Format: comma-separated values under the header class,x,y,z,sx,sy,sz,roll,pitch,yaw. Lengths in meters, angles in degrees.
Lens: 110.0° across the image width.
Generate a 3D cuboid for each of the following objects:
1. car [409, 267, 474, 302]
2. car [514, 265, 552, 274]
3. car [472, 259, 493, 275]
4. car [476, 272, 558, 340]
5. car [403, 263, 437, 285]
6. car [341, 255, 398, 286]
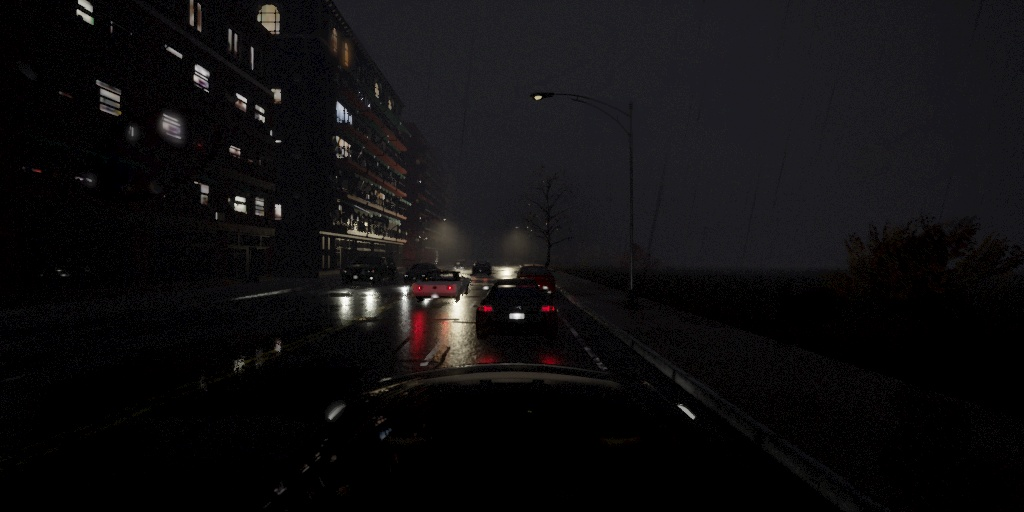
class,x,y,z,sx,sy,sz,roll,pitch,yaw
car,-3.145,1.352,16.898,1.895,1.301,4.718,0,0,0
car,1.145,1.230,18.945,1.882,1.535,5.008,0,0,0
car,-3.132,1.245,38.127,2.128,1.511,4.902,0,0,0
car,0.105,1.315,10.024,1.994,1.385,4.181,0,0,0
car,-6.589,1.257,26.604,1.837,1.490,4.892,0,0,0
car,-9.840,0.974,25.309,2.150,2.045,5.566,0,0,0
